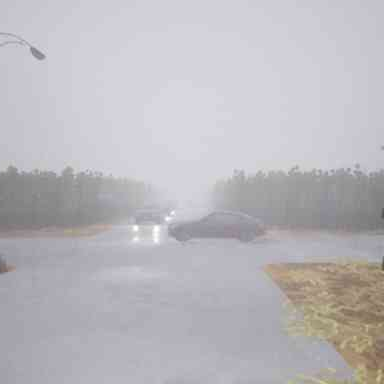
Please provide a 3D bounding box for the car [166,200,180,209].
[{"bbox_3d":[-3.207,2.093,56.270,2.033,1.411,5.357,0,-1,1],"label":"car"}]

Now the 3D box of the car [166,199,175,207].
[{"bbox_3d":[-3.227,1.672,36.010,1.882,1.535,5.008,0,0,0],"label":"car"}]

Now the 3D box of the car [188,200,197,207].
[{"bbox_3d":[0.042,2.392,69.160,1.895,1.301,4.718,0,-1,0],"label":"car"}]

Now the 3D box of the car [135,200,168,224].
[{"bbox_3d":[-3.272,1.663,26.539,1.837,1.490,4.892,0,-1,2],"label":"car"}]

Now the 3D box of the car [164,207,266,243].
[{"bbox_3d":[1.173,1.614,16.012,4.674,1.442,1.812,0,0,0],"label":"car"}]

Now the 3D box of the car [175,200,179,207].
[{"bbox_3d":[-3.228,1.774,46.025,2.128,1.511,4.902,0,-1,0],"label":"car"}]
